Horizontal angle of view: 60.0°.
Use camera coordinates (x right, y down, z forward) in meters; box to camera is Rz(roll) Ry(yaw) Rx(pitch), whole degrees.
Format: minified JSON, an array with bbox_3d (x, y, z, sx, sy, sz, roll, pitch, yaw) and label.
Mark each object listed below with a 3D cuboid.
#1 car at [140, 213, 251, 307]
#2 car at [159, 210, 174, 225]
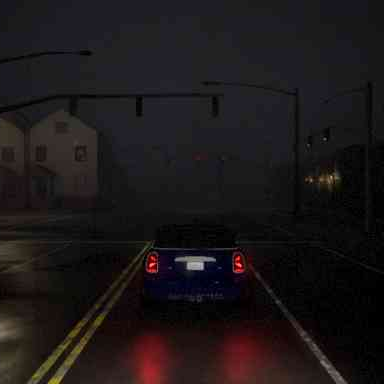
[{"bbox_3d":[0.081,1.351,8.112,2.097,1.767,4.553,0,0,0],"label":"car"},{"bbox_3d":[-3.543,3.668,46.730,1.812,1.442,4.674,-1,-13,-1],"label":"car"}]
